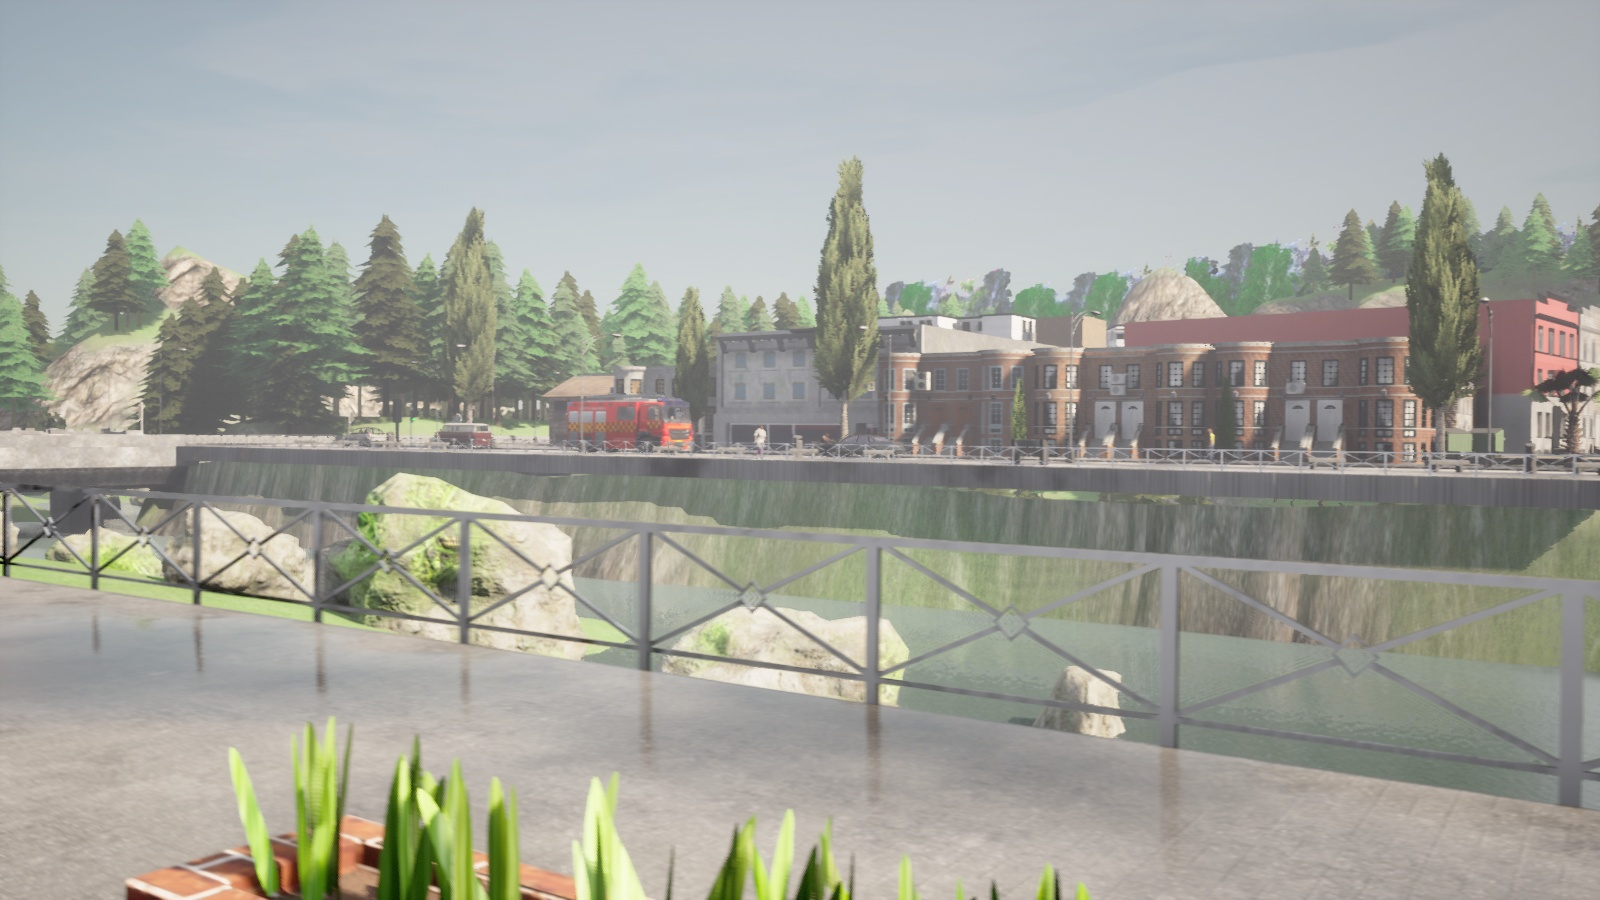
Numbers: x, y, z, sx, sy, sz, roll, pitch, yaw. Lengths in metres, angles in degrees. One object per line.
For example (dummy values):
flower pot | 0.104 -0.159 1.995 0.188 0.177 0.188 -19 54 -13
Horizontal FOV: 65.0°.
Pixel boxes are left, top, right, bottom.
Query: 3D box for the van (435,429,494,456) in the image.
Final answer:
van | -25.410 -0.584 95.110 4.442 1.987 1.775 0 1 34

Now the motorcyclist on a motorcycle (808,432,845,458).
motorcyclist on a motorcycle | 1.521 -0.289 72.433 2.044 1.523 0.797 0 1 34

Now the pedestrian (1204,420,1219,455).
pedestrian | 21.846 -0.667 66.707 0.706 1.836 0.354 0 1 29

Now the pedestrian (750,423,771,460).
pedestrian | -2.063 -0.438 65.793 0.659 1.952 0.873 -1 1 -45

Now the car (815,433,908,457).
car | 3.686 -0.289 75.797 5.357 1.411 2.033 0 1 34

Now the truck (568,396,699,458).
truck | -10.728 -1.435 80.544 8.468 3.827 2.891 0 1 34
